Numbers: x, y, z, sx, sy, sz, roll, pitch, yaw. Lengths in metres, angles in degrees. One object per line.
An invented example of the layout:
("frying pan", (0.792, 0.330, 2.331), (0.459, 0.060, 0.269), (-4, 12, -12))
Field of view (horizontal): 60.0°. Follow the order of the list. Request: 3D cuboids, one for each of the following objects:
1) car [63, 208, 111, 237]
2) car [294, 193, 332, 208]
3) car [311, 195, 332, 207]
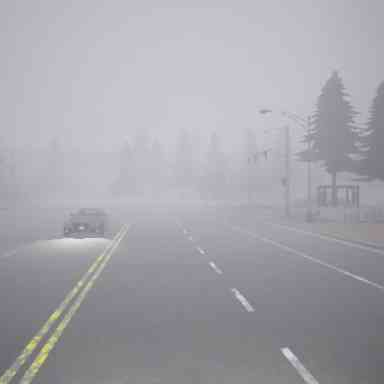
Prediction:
("car", (-5.641, 1.585, 18.282), (1.994, 1.385, 4.181), (0, 0, -7))
("car", (17.115, 1.210, 46.444), (5.566, 2.045, 2.150), (0, 0, -7))
("car", (18.500, 1.490, 43.068), (4.892, 1.490, 1.837), (0, 0, -6))
